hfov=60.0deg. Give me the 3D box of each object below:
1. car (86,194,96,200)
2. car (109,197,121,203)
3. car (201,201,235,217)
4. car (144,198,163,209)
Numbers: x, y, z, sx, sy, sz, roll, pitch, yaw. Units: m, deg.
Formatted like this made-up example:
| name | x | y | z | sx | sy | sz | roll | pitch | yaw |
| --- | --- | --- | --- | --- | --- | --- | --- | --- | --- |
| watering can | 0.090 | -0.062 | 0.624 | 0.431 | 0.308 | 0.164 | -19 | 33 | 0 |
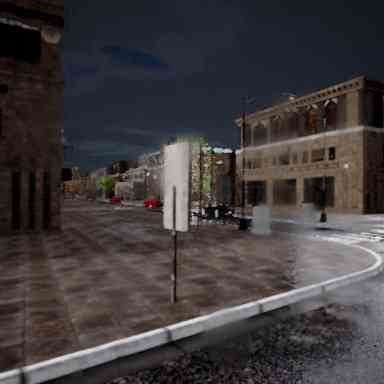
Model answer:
| name | x | y | z | sx | sy | sz | roll | pitch | yaw |
| --- | --- | --- | --- | --- | --- | --- | --- | --- | --- |
| car | -27.634 | 1.349 | 91.204 | 2.192 | 1.841 | 5.009 | 1 | 0 | -26 |
| car | -15.311 | 1.608 | 66.476 | 1.802 | 1.307 | 4.206 | 1 | 0 | -26 |
| car | 2.366 | 1.562 | 31.084 | 2.008 | 1.369 | 4.403 | 1 | 0 | -26 |
| car | -5.449 | 1.562 | 46.695 | 1.887 | 1.381 | 4.507 | 1 | 0 | -26 |
